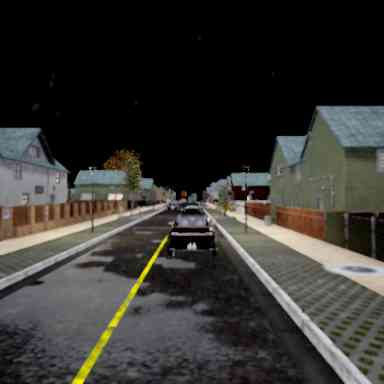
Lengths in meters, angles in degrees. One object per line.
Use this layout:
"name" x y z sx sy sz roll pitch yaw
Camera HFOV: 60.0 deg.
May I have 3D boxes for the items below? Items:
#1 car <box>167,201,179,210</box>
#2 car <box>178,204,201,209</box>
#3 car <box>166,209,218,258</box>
"car" -2.775 2.148 50.564 2.128 1.511 4.902 0 -1 0
"car" 0.019 1.852 28.504 1.837 1.490 4.892 0 0 1
"car" 0.021 1.648 13.506 2.128 1.511 4.902 0 -1 1
